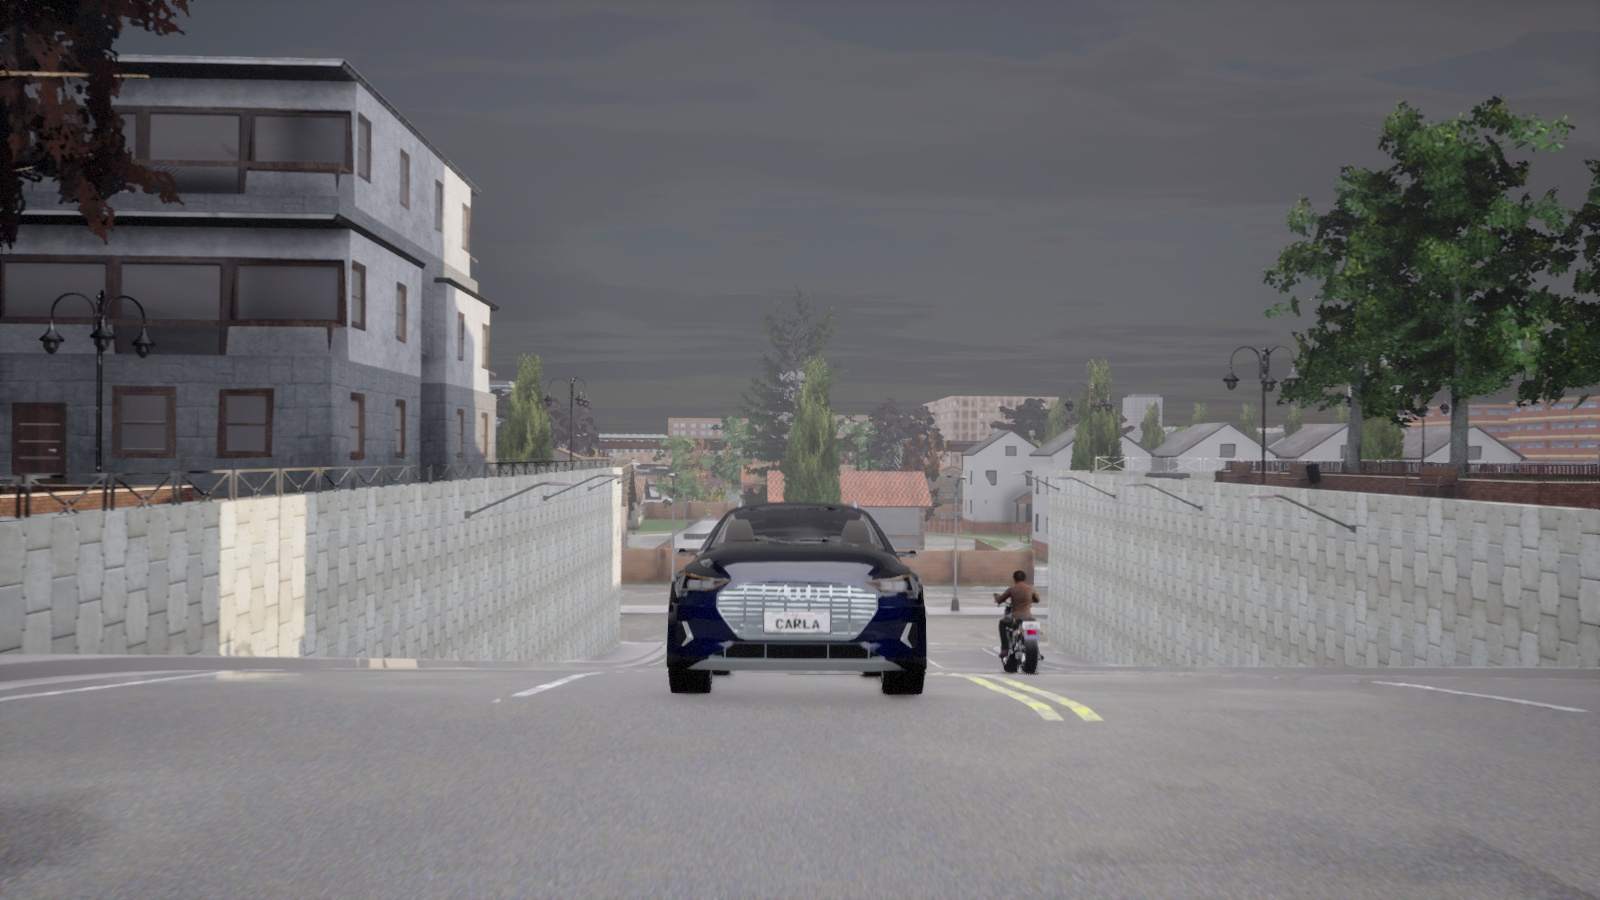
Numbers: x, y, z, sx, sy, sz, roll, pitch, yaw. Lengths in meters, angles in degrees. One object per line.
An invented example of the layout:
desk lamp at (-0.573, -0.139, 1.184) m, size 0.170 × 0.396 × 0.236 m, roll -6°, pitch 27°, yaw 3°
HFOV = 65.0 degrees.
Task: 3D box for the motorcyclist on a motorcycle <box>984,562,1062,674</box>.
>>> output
motorcyclist on a motorcycle at (3.472, 2.693, 19.803) m, size 0.766 × 1.649 × 2.350 m, roll 0°, pitch -10°, yaw 0°

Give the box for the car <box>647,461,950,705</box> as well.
car at (-0.014, 1.216, 10.954) m, size 2.033 × 1.649 × 4.856 m, roll 0°, pitch -8°, yaw 0°
